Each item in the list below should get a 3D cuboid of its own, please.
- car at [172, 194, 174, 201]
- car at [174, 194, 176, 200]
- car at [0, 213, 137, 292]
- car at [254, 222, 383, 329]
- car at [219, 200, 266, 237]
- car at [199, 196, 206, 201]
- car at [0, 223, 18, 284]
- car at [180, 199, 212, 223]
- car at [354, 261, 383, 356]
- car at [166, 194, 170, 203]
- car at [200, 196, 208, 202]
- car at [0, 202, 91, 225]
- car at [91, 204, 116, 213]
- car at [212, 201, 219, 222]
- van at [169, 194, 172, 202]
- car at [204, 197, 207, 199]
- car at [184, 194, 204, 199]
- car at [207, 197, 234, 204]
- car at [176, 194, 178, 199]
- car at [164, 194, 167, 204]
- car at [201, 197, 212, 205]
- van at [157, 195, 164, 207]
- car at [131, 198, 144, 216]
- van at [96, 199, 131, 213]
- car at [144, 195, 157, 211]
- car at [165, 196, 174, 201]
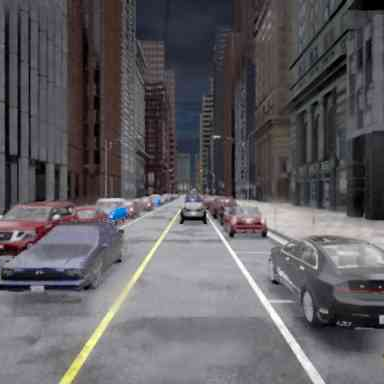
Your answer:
[{"bbox_3d":[-5.745,1.529,74.483,1.967,1.590,4.097,0,0,0],"label":"car"},{"bbox_3d":[-5.744,1.413,80.120,2.192,1.841,5.009,0,0,0],"label":"car"},{"bbox_3d":[-3.099,1.557,9.338,2.033,1.411,5.357,0,0,0],"label":"car"},{"bbox_3d":[2.762,1.558,6.852,2.008,1.369,4.403,0,0,0],"label":"car"},{"bbox_3d":[2.765,1.460,18.124,1.967,1.590,4.097,0,0,0],"label":"car"},{"bbox_3d":[2.785,1.698,91.396,1.802,1.307,4.206,0,0,0],"label":"car"},{"bbox_3d":[-5.763,1.573,6.843,1.947,1.339,4.313,0,0,0],"label":"car"},{"bbox_3d":[0.108,1.531,25.540,2.163,1.488,4.792,0,0,0],"label":"car"},{"bbox_3d":[2.760,1.527,1.385,1.752,1.417,4.829,0,0,0],"label":"car"},{"bbox_3d":[-5.748,1.623,63.210,2.008,1.369,4.403,0,0,0],"label":"car"},{"bbox_3d":[2.782,1.680,80.123,1.802,1.307,4.206,0,0,0],"label":"car"},{"bbox_3d":[-5.762,1.328,12.480,2.192,1.841,5.009,0,0,0],"label":"car"},{"bbox_3d":[-5.760,1.564,18.117,1.887,1.381,4.507,0,0,0],"label":"car"},{"bbox_3d":[2.767,1.592,23.761,1.947,1.339,4.313,0,0,0],"label":"car"},{"bbox_3d":[-5.747,1.422,68.847,1.690,1.788,3.998,0,0,0],"label":"van"},{"bbox_3d":[2.771,1.610,40.670,1.947,1.339,4.313,0,0,0],"label":"car"},{"bbox_3d":[0.111,1.269,46.080,2.150,2.045,5.566,0,0,0],"label":"car"},{"bbox_3d":[2.767,1.347,29.398,2.192,1.841,5.009,0,0,0],"label":"car"},{"bbox_3d":[-5.740,1.682,91.393,1.947,1.339,4.313,0,0,0],"label":"car"},{"bbox_3d":[-5.750,1.589,57.404,1.752,1.417,4.829,0,0,0],"label":"car"},{"bbox_3d":[2.777,1.638,63.214,1.947,1.339,4.313,0,0,0],"label":"car"},{"bbox_3d":[-5.752,1.398,51.937,1.690,1.788,3.998,0,0,0],"label":"van"},{"bbox_3d":[-5.757,1.472,29.390,1.967,1.590,4.097,0,0,0],"label":"car"},{"bbox_3d":[-5.759,1.367,23.754,1.690,1.788,3.998,0,0,0],"label":"van"},{"bbox_3d":[-5.754,1.484,40.664,1.967,1.590,4.097,0,0,0],"label":"car"},{"bbox_3d":[-5.742,1.673,85.757,1.947,1.339,4.313,0,0,0],"label":"car"}]
